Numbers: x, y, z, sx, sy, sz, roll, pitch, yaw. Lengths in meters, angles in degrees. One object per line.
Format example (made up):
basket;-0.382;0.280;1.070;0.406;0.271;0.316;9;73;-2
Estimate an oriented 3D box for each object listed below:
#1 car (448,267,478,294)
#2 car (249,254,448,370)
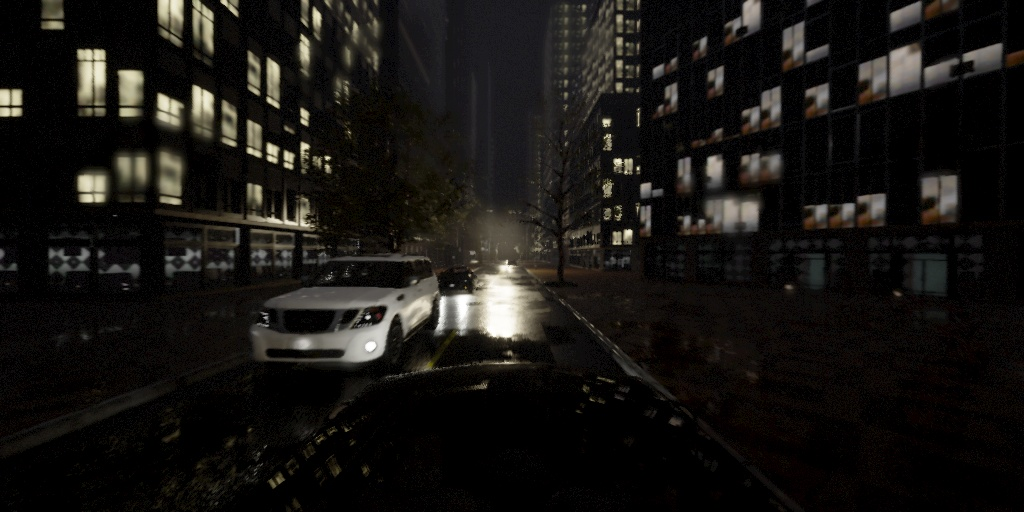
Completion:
car;-3.061;1.310;20.383;1.994;1.385;4.181;0;0;1
car;-3.089;0.963;8.084;2.150;2.045;5.566;0;0;0
